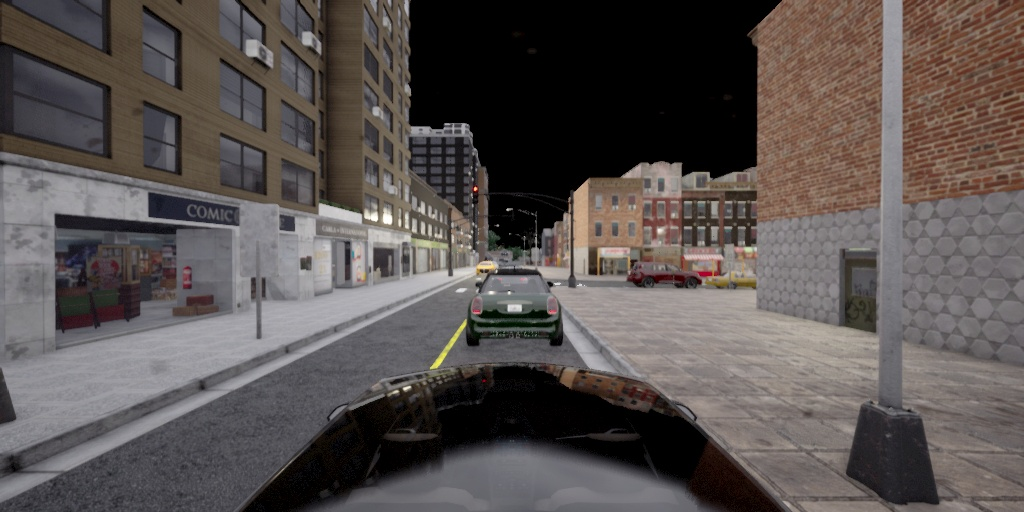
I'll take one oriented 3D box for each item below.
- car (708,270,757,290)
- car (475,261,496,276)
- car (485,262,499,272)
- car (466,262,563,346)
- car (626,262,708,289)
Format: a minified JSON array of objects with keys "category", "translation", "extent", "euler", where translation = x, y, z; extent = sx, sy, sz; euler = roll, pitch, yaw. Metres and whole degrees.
[{"category":"car","translation":[16.459,1.699,25.591],"extent":[4.829,1.417,1.751],"euler":[0,0,0]},{"category":"car","translation":[-2.928,1.389,40.753],"extent":[1.882,1.535,5.008],"euler":[0,0,1]},{"category":"car","translation":[-2.952,1.564,53.617],"extent":[1.812,1.442,4.674],"euler":[0,-1,0]},{"category":"car","translation":[0.062,1.101,9.544],"extent":[2.097,1.767,4.553],"euler":[0,0,0]},{"category":"car","translation":[10.744,1.387,25.590],"extent":[5.009,1.841,2.192],"euler":[0,0,0]}]
